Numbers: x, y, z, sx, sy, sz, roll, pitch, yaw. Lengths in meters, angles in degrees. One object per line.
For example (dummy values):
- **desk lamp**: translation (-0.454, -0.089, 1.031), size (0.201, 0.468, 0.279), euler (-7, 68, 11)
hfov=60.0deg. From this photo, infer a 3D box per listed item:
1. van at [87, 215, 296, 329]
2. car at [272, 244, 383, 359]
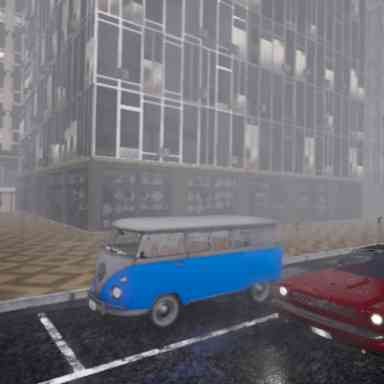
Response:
- **van**: translation (0.073, 1.389, 6.745), size (3.998, 1.788, 1.690), euler (1, 0, -35)
- **car**: translation (3.609, 1.688, 5.935), size (4.718, 1.301, 1.895), euler (1, -1, -35)
